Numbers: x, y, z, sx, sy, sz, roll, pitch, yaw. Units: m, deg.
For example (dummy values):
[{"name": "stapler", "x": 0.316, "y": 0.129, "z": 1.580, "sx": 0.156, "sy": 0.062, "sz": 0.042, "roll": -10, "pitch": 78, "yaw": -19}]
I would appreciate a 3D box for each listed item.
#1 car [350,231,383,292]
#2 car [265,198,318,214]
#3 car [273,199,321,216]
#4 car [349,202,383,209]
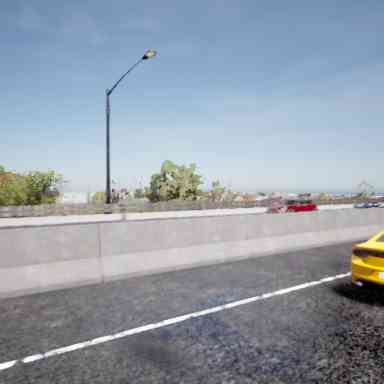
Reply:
[{"name": "car", "x": 5.740, "y": 1.454, "z": 7.802, "sx": 5.008, "sy": 1.535, "sz": 1.882, "roll": 0, "pitch": 0, "yaw": -35}, {"name": "car", "x": 8.011, "y": 1.301, "z": 26.716, "sx": 4.553, "sy": 1.767, "sz": 2.097, "roll": 0, "pitch": 0, "yaw": -35}, {"name": "car", "x": 10.301, "y": 1.445, "z": 32.557, "sx": 4.892, "sy": 1.490, "sz": 1.837, "roll": 0, "pitch": 0, "yaw": -34}, {"name": "car", "x": 14.074, "y": 1.506, "z": 26.655, "sx": 4.181, "sy": 1.385, "sz": 1.994, "roll": 0, "pitch": 0, "yaw": -35}]
